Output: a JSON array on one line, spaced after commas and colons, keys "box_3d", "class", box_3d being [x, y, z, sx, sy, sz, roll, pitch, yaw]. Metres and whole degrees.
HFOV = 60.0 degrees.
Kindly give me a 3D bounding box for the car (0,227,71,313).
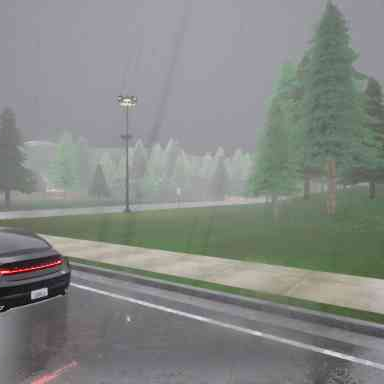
[{"box_3d": [-4.605, 1.505, 7.153, 4.892, 1.490, 1.837, 0, 0, 35], "class": "car"}]
